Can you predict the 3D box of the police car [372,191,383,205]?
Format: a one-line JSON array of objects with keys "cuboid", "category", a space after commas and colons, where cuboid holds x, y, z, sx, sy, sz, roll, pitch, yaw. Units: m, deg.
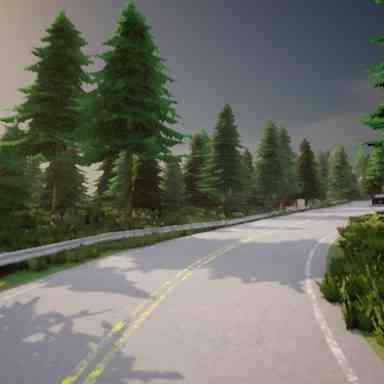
[{"cuboid": [23.908, 0.871, 41.677, 1.930, 1.638, 5.238, -4, -1, 37], "category": "police car"}]
